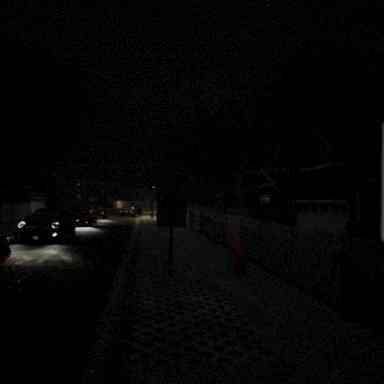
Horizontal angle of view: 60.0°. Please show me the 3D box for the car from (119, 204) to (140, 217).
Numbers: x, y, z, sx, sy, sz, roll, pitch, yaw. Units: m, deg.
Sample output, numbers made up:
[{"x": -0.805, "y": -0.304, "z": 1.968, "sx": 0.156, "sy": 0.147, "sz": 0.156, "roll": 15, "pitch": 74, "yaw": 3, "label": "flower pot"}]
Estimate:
[{"x": -8.259, "y": 2.486, "z": 42.808, "sx": 2.033, "sy": 1.411, "sz": 5.357, "roll": 2, "pitch": -2, "yaw": -6, "label": "car"}]

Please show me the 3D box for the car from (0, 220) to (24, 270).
[{"x": -6.282, "y": 1.614, "z": 8.234, "sx": 2.033, "sy": 1.411, "sz": 5.357, "roll": 2, "pitch": -2, "yaw": -9, "label": "car"}]

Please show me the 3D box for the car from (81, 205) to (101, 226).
[{"x": -9.167, "y": 2.078, "z": 27.792, "sx": 1.994, "sy": 1.385, "sz": 4.181, "roll": 2, "pitch": -2, "yaw": -8, "label": "car"}]

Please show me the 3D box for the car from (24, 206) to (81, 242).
[{"x": -7.731, "y": 1.642, "z": 18.012, "sx": 2.097, "sy": 1.767, "sz": 4.553, "roll": 2, "pitch": -2, "yaw": -8, "label": "car"}]

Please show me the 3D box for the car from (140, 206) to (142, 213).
[{"x": -9.203, "y": 2.664, "z": 53.312, "sx": 1.882, "sy": 1.535, "sz": 5.008, "roll": 2, "pitch": -1, "yaw": -4, "label": "car"}]

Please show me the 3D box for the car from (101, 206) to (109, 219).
[{"x": -10.564, "y": 2.264, "z": 37.677, "sx": 1.812, "sy": 1.442, "sz": 4.674, "roll": 2, "pitch": -2, "yaw": -8, "label": "car"}]
